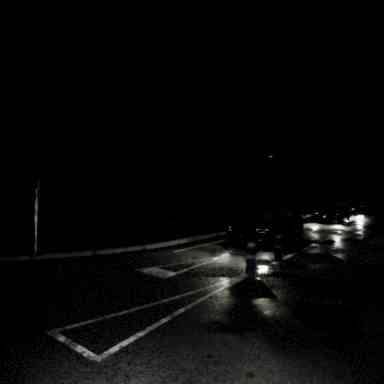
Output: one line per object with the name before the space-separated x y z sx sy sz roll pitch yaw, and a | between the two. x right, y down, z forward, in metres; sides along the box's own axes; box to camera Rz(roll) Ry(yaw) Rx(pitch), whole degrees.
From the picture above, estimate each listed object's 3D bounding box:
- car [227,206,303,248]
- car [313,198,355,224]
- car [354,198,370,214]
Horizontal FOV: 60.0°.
car | 3.376 1.417 14.797 1.882 1.535 5.008 1 0 36
car | 10.460 1.429 24.714 1.837 1.490 4.892 1 1 35
car | 16.608 1.353 33.378 2.128 1.511 4.902 1 1 35
